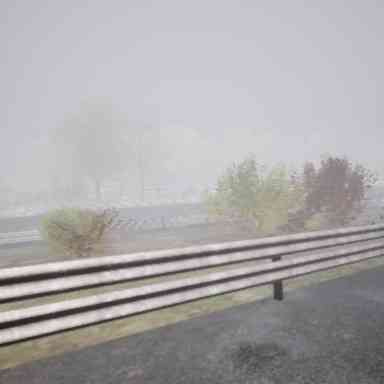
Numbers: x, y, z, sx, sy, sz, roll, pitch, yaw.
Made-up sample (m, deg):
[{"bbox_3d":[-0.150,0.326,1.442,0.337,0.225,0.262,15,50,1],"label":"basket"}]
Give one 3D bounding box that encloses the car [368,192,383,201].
[{"bbox_3d":[30.515,0.645,53.807,4.181,1.385,1.994,-4,2,-18],"label":"car"}]
